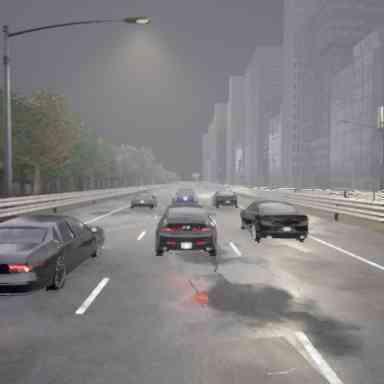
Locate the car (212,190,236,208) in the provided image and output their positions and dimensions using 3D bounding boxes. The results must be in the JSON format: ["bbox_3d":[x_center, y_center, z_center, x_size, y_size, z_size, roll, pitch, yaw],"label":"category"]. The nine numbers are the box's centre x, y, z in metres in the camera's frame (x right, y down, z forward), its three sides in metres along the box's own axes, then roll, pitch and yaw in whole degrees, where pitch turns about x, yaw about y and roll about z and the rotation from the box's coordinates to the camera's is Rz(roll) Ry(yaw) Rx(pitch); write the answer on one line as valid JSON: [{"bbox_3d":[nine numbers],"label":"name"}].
[{"bbox_3d":[2.899,0.589,29.997,1.882,1.535,5.008,0,2,-1],"label":"car"}]

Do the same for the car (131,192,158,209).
[{"bbox_3d":[-4.082,0.680,28.999,1.994,1.385,4.181,0,2,-1],"label":"car"}]

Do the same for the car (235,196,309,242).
[{"bbox_3d":[3.246,1.065,14.001,1.882,1.535,5.008,0,2,-1],"label":"car"}]

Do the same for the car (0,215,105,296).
[{"bbox_3d":[-3.630,1.285,8.177,2.033,1.411,5.357,0,2,-1],"label":"car"}]

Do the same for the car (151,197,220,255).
[{"bbox_3d":[-0.203,1.152,11.578,1.837,1.490,4.892,0,2,-1],"label":"car"}]

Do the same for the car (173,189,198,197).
[{"bbox_3d":[-0.562,0.505,28.149,2.097,1.767,4.553,0,2,-1],"label":"car"}]

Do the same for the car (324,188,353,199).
[{"bbox_3d":[21.069,0.155,47.891,2.097,1.767,4.553,-1,2,-19],"label":"car"}]
